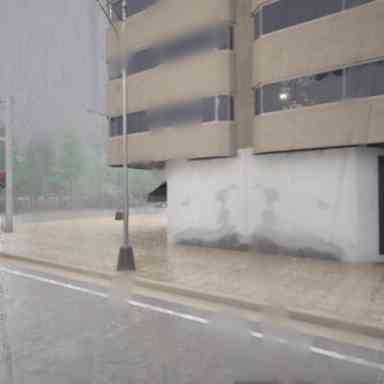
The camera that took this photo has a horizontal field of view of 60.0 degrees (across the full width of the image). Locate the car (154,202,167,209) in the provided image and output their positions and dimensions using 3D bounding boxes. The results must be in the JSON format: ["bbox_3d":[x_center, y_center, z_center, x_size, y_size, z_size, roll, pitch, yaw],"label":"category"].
[{"bbox_3d":[-3.298,1.705,50.412,4.892,1.490,1.837,0,-1,-29],"label":"car"}]
